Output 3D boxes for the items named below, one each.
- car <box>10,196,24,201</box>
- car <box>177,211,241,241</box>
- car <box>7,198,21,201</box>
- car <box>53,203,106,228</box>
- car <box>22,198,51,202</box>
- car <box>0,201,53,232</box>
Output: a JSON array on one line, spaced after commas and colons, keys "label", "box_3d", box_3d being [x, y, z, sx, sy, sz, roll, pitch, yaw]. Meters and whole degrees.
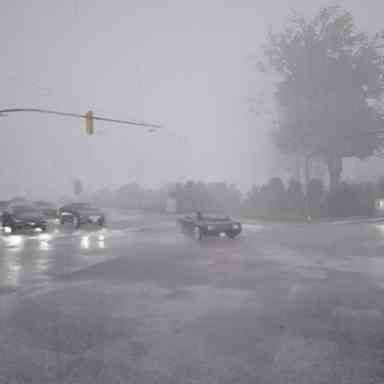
[{"label": "car", "box_3d": [-19.615, 1.350, 37.522, 2.097, 1.767, 4.553, 0, 0, -39]}, {"label": "car", "box_3d": [0.659, 1.597, 16.939, 1.895, 1.301, 4.718, 0, 0, -18]}, {"label": "car", "box_3d": [-16.044, 1.490, 27.465, 2.128, 1.511, 4.902, 0, 0, -39]}, {"label": "car", "box_3d": [-7.480, 1.489, 22.382, 2.128, 1.511, 4.902, 0, 0, -39]}, {"label": "car", "box_3d": [-13.371, 1.503, 29.725, 1.837, 1.490, 4.892, 0, 0, -39]}, {"label": "car", "box_3d": [-10.198, 1.504, 20.144, 1.837, 1.490, 4.892, 0, 0, -38]}]
